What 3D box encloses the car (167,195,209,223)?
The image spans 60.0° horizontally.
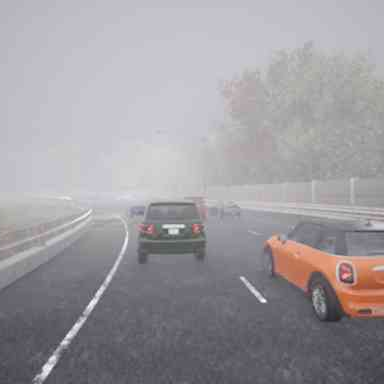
[{"bbox_3d":[-0.474,1.315,28.135,2.150,2.045,5.566,0,0,-16],"label":"car"}]

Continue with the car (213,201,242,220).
[{"bbox_3d":[2.712,1.576,29.344,2.128,1.511,4.902,0,0,-16],"label":"car"}]

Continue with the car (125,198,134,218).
[{"bbox_3d":[-5.143,1.599,31.500,1.882,1.535,5.008,0,0,-17],"label":"car"}]

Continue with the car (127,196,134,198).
[{"bbox_3d":[-16.143,1.868,87.764,1.812,1.442,4.674,0,0,10],"label":"car"}]

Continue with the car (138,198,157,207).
[{"bbox_3d":[-7.362,1.770,55.043,1.994,1.385,4.181,0,0,-24],"label":"car"}]

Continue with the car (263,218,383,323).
[{"bbox_3d":[3.114,1.366,7.434,2.097,1.767,4.553,0,0,-4],"label":"car"}]

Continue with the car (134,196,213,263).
[{"bbox_3d":[-0.845,1.266,12.465,2.150,2.045,5.566,0,0,-6],"label":"car"}]
